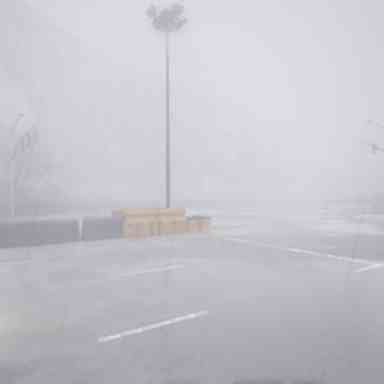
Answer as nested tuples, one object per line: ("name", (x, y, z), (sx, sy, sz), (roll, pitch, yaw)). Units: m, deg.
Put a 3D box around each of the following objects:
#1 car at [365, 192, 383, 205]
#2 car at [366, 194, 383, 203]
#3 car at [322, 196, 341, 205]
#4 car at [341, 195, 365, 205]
("car", (29.384, 1.005, 50.938), (5.566, 2.045, 2.150), (0, 0, -35))
("car", (35.809, 1.248, 64.090), (4.902, 1.511, 2.128), (0, 0, -36))
("car", (23.546, 1.317, 55.360), (4.674, 1.442, 1.812), (0, 0, -35))
("car", (26.644, 1.279, 53.278), (4.902, 1.511, 2.128), (0, 0, -35))
